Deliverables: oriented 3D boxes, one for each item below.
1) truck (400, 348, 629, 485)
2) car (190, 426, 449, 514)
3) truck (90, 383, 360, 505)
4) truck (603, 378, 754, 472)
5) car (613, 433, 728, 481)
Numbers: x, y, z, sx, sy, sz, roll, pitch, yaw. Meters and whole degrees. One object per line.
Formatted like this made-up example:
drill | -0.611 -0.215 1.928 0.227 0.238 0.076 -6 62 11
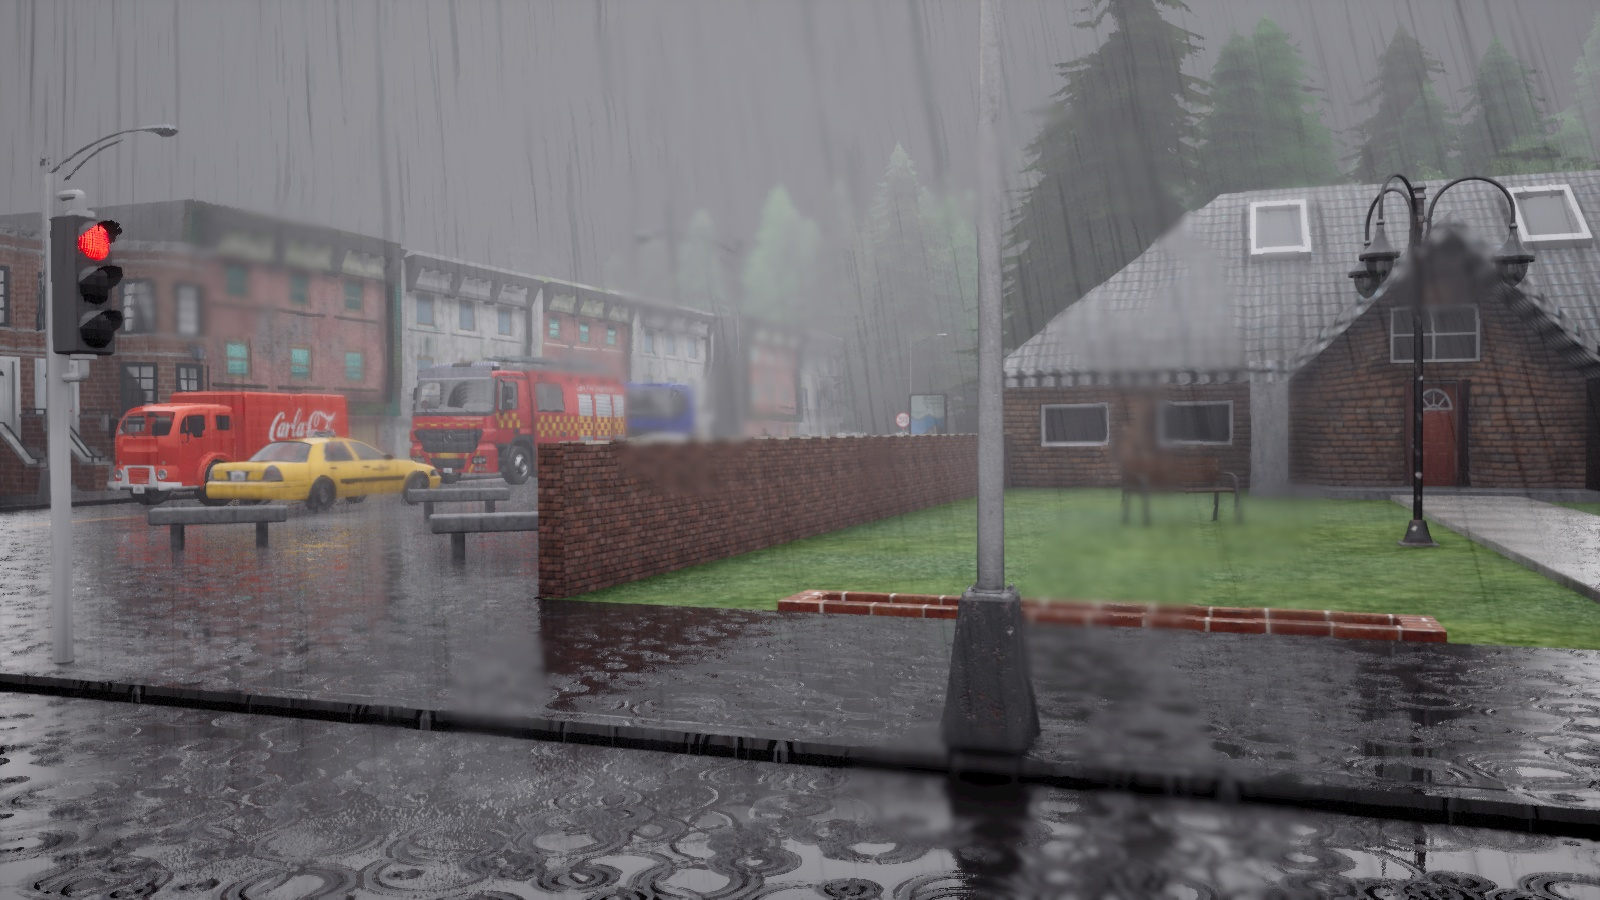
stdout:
truck | -8.667 -1.003 39.476 2.891 3.827 8.468 1 1 20
car | -9.508 0.323 25.434 1.801 1.575 5.366 1 1 20
truck | -12.732 -0.161 28.262 2.627 2.467 5.204 1 1 20
truck | -4.694 -0.980 50.418 2.891 3.462 7.936 1 1 20
car | -4.083 0.190 40.412 1.812 1.442 4.674 1 1 20
